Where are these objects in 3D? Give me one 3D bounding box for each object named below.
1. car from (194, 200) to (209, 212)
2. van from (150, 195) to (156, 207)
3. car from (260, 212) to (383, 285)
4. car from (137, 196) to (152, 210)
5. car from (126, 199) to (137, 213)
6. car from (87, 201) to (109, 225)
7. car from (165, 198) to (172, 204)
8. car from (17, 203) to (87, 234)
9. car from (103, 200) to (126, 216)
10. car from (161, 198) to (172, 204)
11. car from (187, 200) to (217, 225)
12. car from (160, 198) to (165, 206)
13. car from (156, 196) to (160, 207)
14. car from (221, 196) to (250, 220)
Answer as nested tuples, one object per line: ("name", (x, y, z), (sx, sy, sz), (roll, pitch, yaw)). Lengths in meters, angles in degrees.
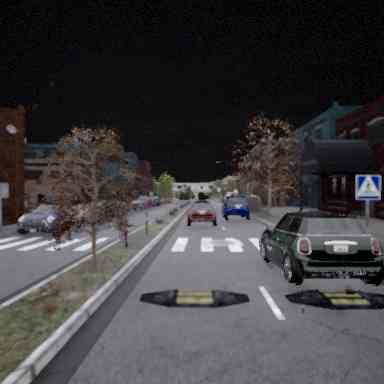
("car", (1.258, 1.764, 42.966), (1.837, 1.490, 4.892), (0, -1, 2))
("van", (-7.411, 1.589, 52.668), (1.878, 1.987, 4.442), (0, -1, 1))
("car", (3.325, 1.344, 9.446), (2.097, 1.767, 4.553), (0, -2, 1))
("car", (-7.545, 1.764, 47.270), (2.231, 1.521, 4.892), (0, 0, 1))
("car", (-7.816, 1.548, 36.258), (2.185, 1.767, 4.553), (0, 0, 1))
("car", (-8.093, 1.638, 25.064), (2.002, 1.452, 4.674), (0, 0, 1))
("car", (-6.730, 2.169, 80.226), (2.163, 1.488, 4.792), (0, -1, 1))
("car", (-8.229, 1.437, 19.573), (2.185, 1.767, 4.553), (0, 0, 1))
("car", (-7.953, 1.509, 30.739), (2.185, 1.767, 4.553), (0, 0, 1))
("car", (-6.592, 2.207, 85.782), (2.231, 1.521, 4.892), (0, -1, 1))
("car", (0.747, 1.480, 25.067), (2.097, 1.767, 4.553), (0, -1, 2))
("car", (-7.136, 1.685, 63.795), (2.435, 2.045, 5.566), (0, -1, 1))
("car", (-7.271, 1.913, 58.306), (2.002, 1.452, 4.674), (0, -1, 1))
("car", (3.890, 1.388, 30.153), (2.150, 2.045, 5.566), (0, 0, 2))
